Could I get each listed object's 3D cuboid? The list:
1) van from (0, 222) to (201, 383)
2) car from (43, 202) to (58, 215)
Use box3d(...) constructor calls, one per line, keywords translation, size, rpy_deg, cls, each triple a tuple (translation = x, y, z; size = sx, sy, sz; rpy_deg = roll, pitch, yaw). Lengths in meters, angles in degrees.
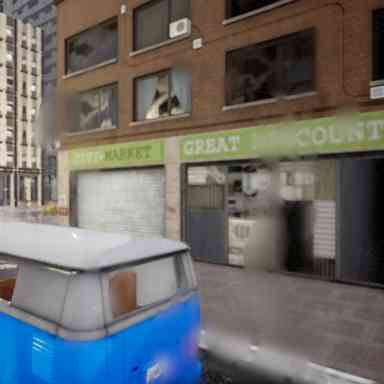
box3d(translation=(-1.812, 1.331, 4.017), size=(3.998, 1.788, 1.690), rpy_deg=(0, 0, 35), cls="van")
box3d(translation=(-11.302, 1.408, 31.003), size=(1.752, 1.417, 4.829), rpy_deg=(0, 0, 35), cls="car")
